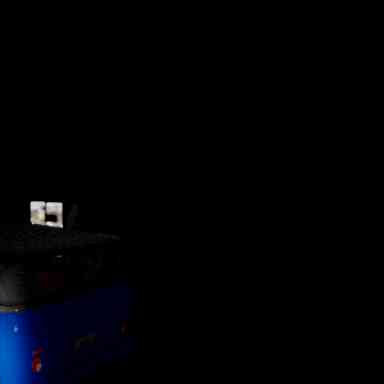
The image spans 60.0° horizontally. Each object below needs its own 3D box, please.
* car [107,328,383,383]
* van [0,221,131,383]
[{"bbox_3d":[1.909,1.544,1.361,4.507,1.381,1.887,0,0,35],"label":"car"},{"bbox_3d":[-2.641,1.343,4.604,3.998,1.788,1.690,0,0,35],"label":"van"}]
